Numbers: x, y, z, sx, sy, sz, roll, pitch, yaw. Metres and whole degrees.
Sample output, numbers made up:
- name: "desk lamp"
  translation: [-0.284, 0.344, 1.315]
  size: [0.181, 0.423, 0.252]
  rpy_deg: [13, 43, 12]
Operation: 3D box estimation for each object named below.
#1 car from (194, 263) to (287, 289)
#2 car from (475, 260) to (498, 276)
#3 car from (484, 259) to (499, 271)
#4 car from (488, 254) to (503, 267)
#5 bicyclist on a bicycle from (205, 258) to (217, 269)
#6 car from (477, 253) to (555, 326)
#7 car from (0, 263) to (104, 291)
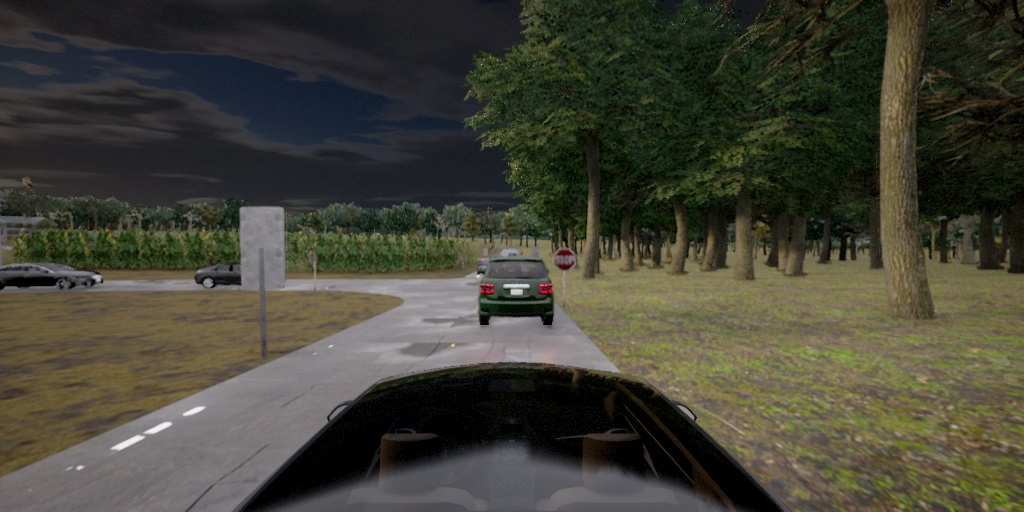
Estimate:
- name: "car"
  translation: [-16.934, 1.214, 22.543]
  size: [4.892, 1.490, 1.837]
  rpy_deg: [0, 2, -7]
- name: "car"
  translation: [-2.761, 1.239, 39.437]
  size: [2.128, 1.511, 4.902]
  rpy_deg: [0, 1, 0]
- name: "car"
  translation: [-2.735, 1.155, 48.868]
  size: [1.812, 1.442, 4.674]
  rpy_deg: [0, 1, 0]
- name: "car"
  translation: [-2.701, 0.664, 59.560]
  size: [2.150, 2.045, 5.566]
  rpy_deg: [0, 1, 0]
- name: "bicyclist on a bicycle"
  translation: [-23.390, 0.979, 27.900]
  size: [0.582, 1.620, 1.656]
  rpy_deg: [1, 0, -11]
- name: "car"
  translation: [0.123, 1.022, 12.035]
  size: [2.150, 2.045, 5.566]
  rpy_deg: [0, 0, 0]
- name: "car"
  translation: [-26.984, 1.170, 20.623]
  size: [4.902, 1.511, 2.128]
  rpy_deg: [0, 2, -17]
